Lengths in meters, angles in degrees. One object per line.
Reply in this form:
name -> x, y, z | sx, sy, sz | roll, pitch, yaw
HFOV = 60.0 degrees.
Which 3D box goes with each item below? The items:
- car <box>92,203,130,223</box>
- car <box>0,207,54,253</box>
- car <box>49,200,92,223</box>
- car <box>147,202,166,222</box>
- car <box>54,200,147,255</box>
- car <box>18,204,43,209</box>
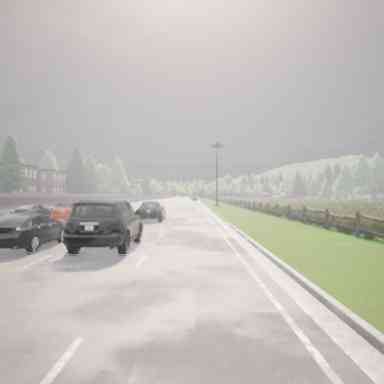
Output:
car -> -7.000, 1.765, 29.293 | 2.128, 1.511, 4.902 | 0, 0, 0
car -> -6.997, 1.641, 14.301 | 1.837, 1.490, 4.892 | 0, 0, 0
car -> -10.502, 1.620, 29.075 | 2.097, 1.767, 4.553 | 0, -1, 0
car -> -3.502, 1.620, 29.081 | 2.097, 1.767, 4.553 | 0, -1, 0
car -> -3.501, 1.348, 14.023 | 2.150, 2.045, 5.566 | 0, 0, 0
car -> -13.999, 1.799, 29.374 | 1.812, 1.442, 4.674 | 0, 0, 0
